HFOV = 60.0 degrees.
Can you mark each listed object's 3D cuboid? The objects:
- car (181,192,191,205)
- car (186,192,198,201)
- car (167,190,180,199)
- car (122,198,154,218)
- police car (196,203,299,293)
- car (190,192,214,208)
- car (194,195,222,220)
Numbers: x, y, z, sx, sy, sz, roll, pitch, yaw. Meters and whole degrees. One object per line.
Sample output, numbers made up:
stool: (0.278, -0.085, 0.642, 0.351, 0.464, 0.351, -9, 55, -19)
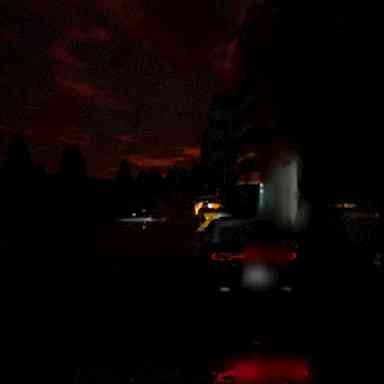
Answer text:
car: (0.024, 0.881, 44.403, 2.128, 1.511, 4.902, 0, 1, 1)
car: (0.000, 0.725, 56.675, 1.837, 1.490, 4.892, 0, 1, 0)
car: (-4.011, 0.633, 67.332, 1.994, 1.385, 4.181, 0, 1, 0)
car: (-4.101, 1.185, 26.261, 2.033, 1.411, 5.357, 0, 1, 0)
police car: (1.188, 1.299, 8.666, 1.930, 1.638, 5.238, 0, 1, 0)
car: (1.147, 0.962, 24.521, 2.097, 1.767, 4.553, -3, 1, 0)
car: (1.200, 1.197, 18.744, 1.801, 1.575, 5.366, 0, 1, 0)
